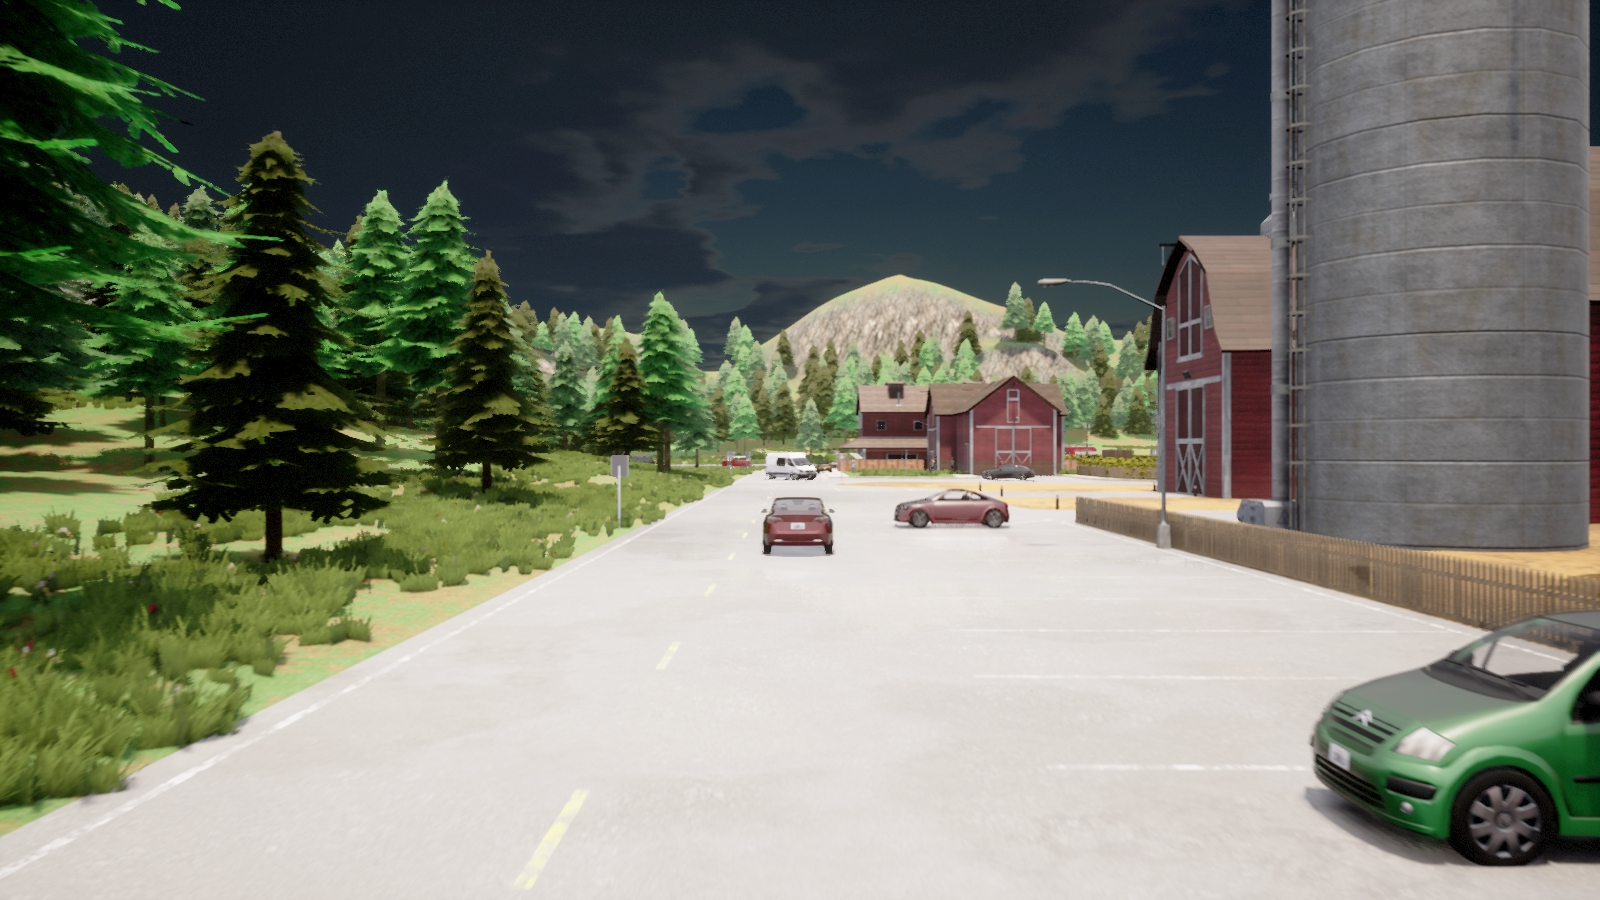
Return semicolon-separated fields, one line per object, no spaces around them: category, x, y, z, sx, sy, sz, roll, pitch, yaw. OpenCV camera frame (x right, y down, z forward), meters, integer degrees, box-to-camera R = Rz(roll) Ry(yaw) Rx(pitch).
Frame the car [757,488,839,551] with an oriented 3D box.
car;-0.057;1.923;32.654;2.163;1.488;4.792;0;0;0
